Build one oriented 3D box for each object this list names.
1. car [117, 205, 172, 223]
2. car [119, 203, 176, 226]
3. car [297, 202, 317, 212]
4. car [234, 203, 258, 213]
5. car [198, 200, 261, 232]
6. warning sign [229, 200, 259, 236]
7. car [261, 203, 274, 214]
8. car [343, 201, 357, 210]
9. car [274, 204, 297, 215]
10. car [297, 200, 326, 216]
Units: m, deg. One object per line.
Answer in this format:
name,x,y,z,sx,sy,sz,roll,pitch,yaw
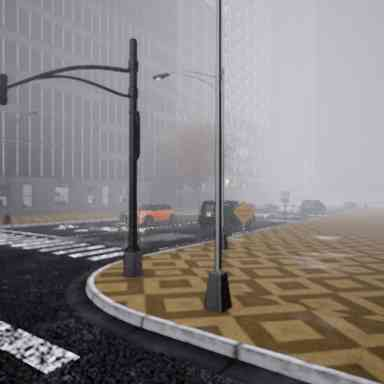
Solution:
car,-4.314,1.950,30.913,2.033,1.411,5.357,0,-1,33
car,-3.280,1.708,26.522,2.097,1.767,4.553,0,-1,33
car,19.029,2.480,54.853,1.882,1.535,5.008,0,-1,33
car,8.163,2.335,50.108,1.812,1.442,4.674,0,-1,33
car,2.541,1.603,23.233,2.150,2.045,5.566,0,-1,33
warning sign,2.936,1.441,18.702,1.300,1.860,1.060,1,1,33
car,10.888,2.366,48.336,2.033,1.411,5.357,0,-1,33
car,31.341,2.641,65.813,2.097,1.767,4.553,0,-1,33
car,13.465,2.346,46.167,1.812,1.442,4.674,0,-1,33
car,16.283,2.056,44.545,2.150,2.045,5.566,0,-1,35
